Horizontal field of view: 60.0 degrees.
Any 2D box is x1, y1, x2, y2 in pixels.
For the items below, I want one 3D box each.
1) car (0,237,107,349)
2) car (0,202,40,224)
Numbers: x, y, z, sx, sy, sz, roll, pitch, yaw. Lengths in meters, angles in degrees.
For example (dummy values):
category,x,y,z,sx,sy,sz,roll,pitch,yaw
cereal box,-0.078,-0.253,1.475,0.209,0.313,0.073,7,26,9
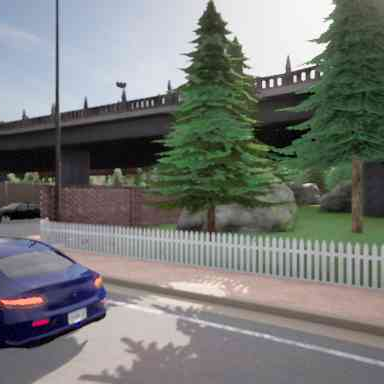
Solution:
category,x,y,z,sx,sy,sz,roll,pitch,yaw
car,-3.514,1.526,5.759,4.674,1.442,1.812,0,0,32
car,-13.512,1.534,26.049,1.882,1.535,5.008,0,0,30
